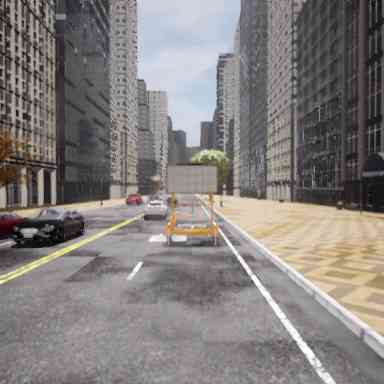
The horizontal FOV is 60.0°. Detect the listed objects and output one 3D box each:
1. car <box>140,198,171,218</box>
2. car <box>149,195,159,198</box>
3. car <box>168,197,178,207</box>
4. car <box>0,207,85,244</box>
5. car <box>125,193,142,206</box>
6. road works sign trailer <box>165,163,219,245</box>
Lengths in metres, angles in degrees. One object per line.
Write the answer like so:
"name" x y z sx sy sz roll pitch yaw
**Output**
"car" -3.145 1.538 29.811 1.812 1.442 4.674 0 0 0
"car" -6.563 1.376 57.236 2.097 1.767 4.553 0 0 0
"car" -3.141 1.522 53.071 1.837 1.490 4.892 0 -1 0
"car" -6.596 1.497 15.854 2.128 1.511 4.902 0 0 0
"car" -9.816 1.245 56.540 2.150 2.045 5.566 0 0 0
"road works sign trailer" 0.020 0.470 15.467 2.380 3.560 2.880 0 0 1
